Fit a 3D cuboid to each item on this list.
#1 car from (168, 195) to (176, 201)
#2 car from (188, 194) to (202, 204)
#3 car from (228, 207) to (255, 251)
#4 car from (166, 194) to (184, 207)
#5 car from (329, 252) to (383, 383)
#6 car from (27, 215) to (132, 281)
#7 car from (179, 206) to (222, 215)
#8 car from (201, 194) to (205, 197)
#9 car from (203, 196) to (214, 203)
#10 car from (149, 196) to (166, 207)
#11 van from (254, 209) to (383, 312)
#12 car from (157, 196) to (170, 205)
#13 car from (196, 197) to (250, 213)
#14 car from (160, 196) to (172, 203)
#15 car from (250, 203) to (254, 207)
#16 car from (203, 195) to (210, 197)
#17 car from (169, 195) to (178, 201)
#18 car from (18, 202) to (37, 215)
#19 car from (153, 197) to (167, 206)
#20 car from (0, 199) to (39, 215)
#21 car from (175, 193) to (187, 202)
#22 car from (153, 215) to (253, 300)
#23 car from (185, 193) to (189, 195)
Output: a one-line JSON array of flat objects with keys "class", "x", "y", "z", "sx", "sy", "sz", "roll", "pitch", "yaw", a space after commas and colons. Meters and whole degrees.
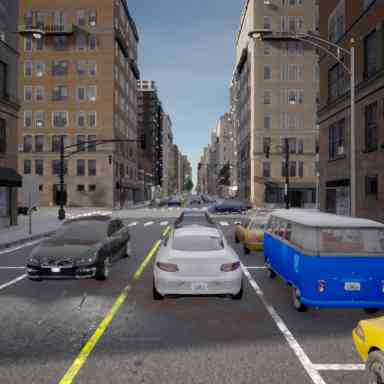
[{"class": "car", "x": -4.986, "y": 1.526, "z": 83.866, "sx": 1.752, "sy": 1.417, "sz": 4.829, "roll": 1, "pitch": 0, "yaw": 1}, {"class": "car", "x": 0.654, "y": 1.551, "z": 62.810, "sx": 2.033, "sy": 1.411, "sz": 5.357, "roll": 0, "pitch": 0, "yaw": 1}, {"class": "car", "x": 2.696, "y": 1.527, "z": 13.252, "sx": 1.752, "sy": 1.417, "sz": 4.829, "roll": 1, "pitch": 0, "yaw": 0}, {"class": "car", "x": -2.678, "y": 1.483, "z": 52.189, "sx": 1.882, "sy": 1.535, "sz": 5.008, "roll": 0, "pitch": 0, "yaw": 1}, {"class": "car", "x": 2.679, "y": 1.526, "z": 1.905, "sx": 1.752, "sy": 1.417, "sz": 4.829, "roll": 1, "pitch": 0, "yaw": 0}, {"class": "car", "x": -3.045, "y": 1.507, "z": 9.931, "sx": 1.837, "sy": 1.490, "sz": 4.892, "roll": 0, "pitch": 0, "yaw": 1}, {"class": "car", "x": 0.115, "y": 1.566, "z": 15.594, "sx": 1.994, "sy": 1.385, "sz": 4.181, "roll": 0, "pitch": 0, "yaw": 0}, {"class": "car", "x": 3.225, "y": 1.554, "z": 61.805, "sx": 2.008, "sy": 1.369, "sz": 4.403, "roll": 1, "pitch": 0, "yaw": 1}, {"class": "car", "x": 3.304, "y": 1.547, "z": 67.336, "sx": 1.887, "sy": 1.381, "sz": 4.507, "roll": 1, "pitch": 0, "yaw": 1}, {"class": "car", "x": -5.458, "y": 1.587, "z": 50.863, "sx": 1.802, "sy": 1.307, "sz": 4.206, "roll": 1, "pitch": 0, "yaw": 1}, {"class": "van", "x": 2.689, "y": 1.342, "z": 7.409, "sx": 1.690, "sy": 1.788, "sz": 3.998, "roll": 1, "pitch": 0, "yaw": 0}, {"class": "car", "x": -5.300, "y": 1.555, "z": 61.920, "sx": 2.008, "sy": 1.369, "sz": 4.403, "roll": 1, "pitch": 0, "yaw": 1}, {"class": "car", "x": 3.163, "y": 1.531, "z": 33.501, "sx": 4.674, "sy": 1.442, "sz": 1.812, "roll": 0, "pitch": 0, "yaw": -27}, {"class": "car", "x": -5.221, "y": 1.548, "z": 67.449, "sx": 1.887, "sy": 1.381, "sz": 4.507, "roll": 1, "pitch": 0, "yaw": 1}, {"class": "car", "x": 5.034, "y": 1.570, "z": 39.921, "sx": 4.674, "sy": 1.442, "sz": 1.812, "roll": 1, "pitch": 0, "yaw": 17}, {"class": "car", "x": 3.067, "y": 1.570, "z": 50.745, "sx": 1.947, "sy": 1.339, "sz": 4.313, "roll": 1, "pitch": 0, "yaw": 1}, {"class": "car", "x": -4.905, "y": 1.565, "z": 89.564, "sx": 1.947, "sy": 1.339, "sz": 4.313, "roll": 1, "pitch": 0, "yaw": 1}, {"class": "car", "x": -16.505, "y": 1.443, "z": 29.056, "sx": 4.718, "sy": 1.301, "sz": 1.895, "roll": 0, "pitch": -1, "yaw": 1}, {"class": "car", "x": -5.379, "y": 1.571, "z": 56.392, "sx": 1.947, "sy": 1.339, "sz": 4.313, "roll": 1, "pitch": 0, "yaw": 1}, {"class": "car", "x": -18.046, "y": 1.411, "z": 32.323, "sx": 5.357, "sy": 1.411, "sz": 2.033, "roll": 0, "pitch": -1, "yaw": 0}, {"class": "car", "x": -2.515, "y": 1.482, "z": 61.849, "sx": 1.882, "sy": 1.535, "sz": 5.008, "roll": 0, "pitch": 0, "yaw": 1}, {"class": "car", "x": 0.088, "y": 1.527, "z": 8.258, "sx": 1.812, "sy": 1.442, "sz": 4.674, "roll": 0, "pitch": 0, "yaw": -1}, {"class": "car", "x": -2.306, "y": 1.358, "z": 71.976, "sx": 2.097, "sy": 1.767, "sz": 4.553, "roll": 0, "pitch": 0, "yaw": 1}]
